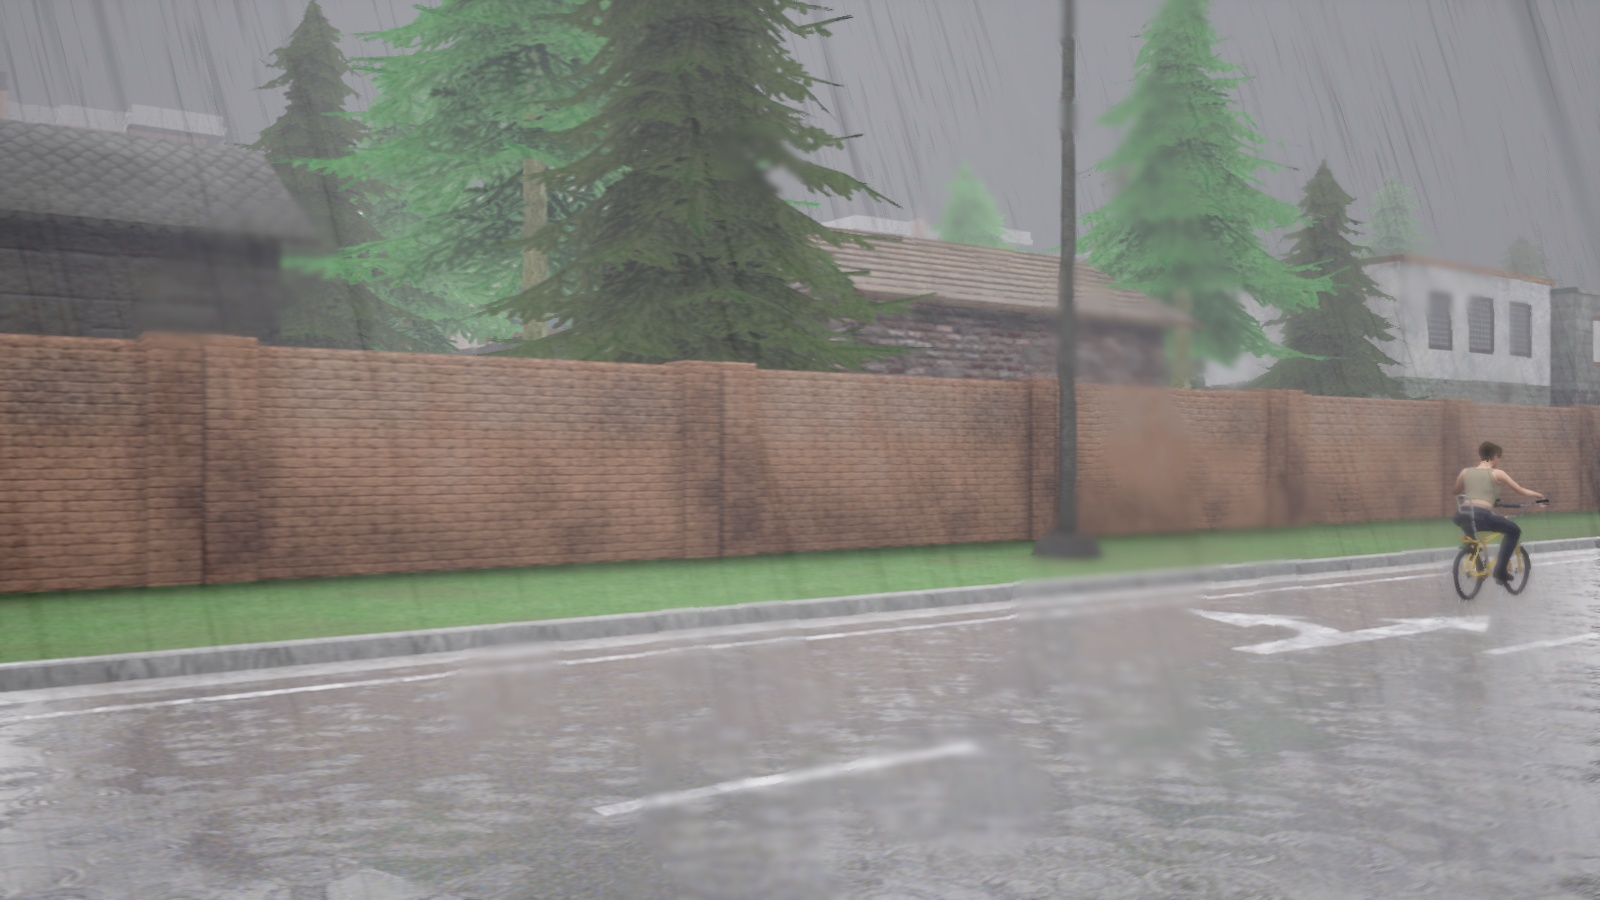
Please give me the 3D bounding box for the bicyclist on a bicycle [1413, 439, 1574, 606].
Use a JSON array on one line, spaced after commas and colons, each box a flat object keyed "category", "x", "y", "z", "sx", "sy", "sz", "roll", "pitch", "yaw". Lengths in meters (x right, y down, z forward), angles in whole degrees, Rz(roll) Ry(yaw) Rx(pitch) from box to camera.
[{"category": "bicyclist on a bicycle", "x": 7.118, "y": 0.699, "z": 12.885, "sx": 1.509, "sy": 1.612, "sz": 0.866, "roll": 0, "pitch": 0, "yaw": -35}]
